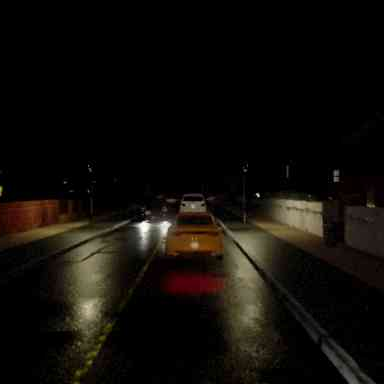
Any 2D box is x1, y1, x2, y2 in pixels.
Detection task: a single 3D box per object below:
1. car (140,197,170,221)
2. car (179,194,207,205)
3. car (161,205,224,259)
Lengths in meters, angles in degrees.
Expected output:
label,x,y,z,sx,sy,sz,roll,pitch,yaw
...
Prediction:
label,x,y,z,sx,sy,sz,roll,pitch,yaw
car,-2.847,1.321,26.879,2.097,1.767,4.553,0,0,0
car,0.094,1.189,28.876,2.150,2.045,5.566,0,0,0
car,0.090,1.463,12.553,1.882,1.535,5.008,0,0,0
